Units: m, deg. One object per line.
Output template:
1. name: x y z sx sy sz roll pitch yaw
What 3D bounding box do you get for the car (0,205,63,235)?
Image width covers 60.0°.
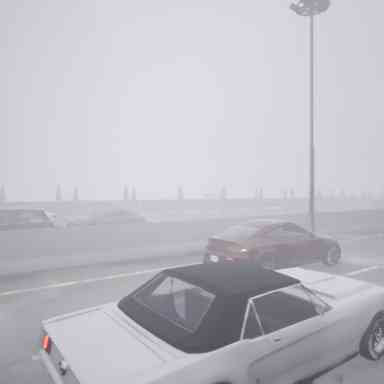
1. car: -9.856 1.525 18.456 4.674 1.442 1.812 0 0 -35

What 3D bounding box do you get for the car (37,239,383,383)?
1. car: 0.733 1.601 4.268 4.718 1.301 1.895 0 0 -35

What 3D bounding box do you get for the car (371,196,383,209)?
1. car: 25.348 1.353 43.423 4.553 1.767 2.097 0 0 -34

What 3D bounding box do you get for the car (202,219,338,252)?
1. car: 2.441 1.526 9.785 4.674 1.442 1.812 0 0 -35

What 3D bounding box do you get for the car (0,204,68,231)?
1. car: -7.137 1.351 11.798 4.553 1.767 2.097 0 0 -35

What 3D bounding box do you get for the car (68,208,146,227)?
1. car: -4.542 1.563 17.946 4.181 1.385 1.994 0 0 -35
